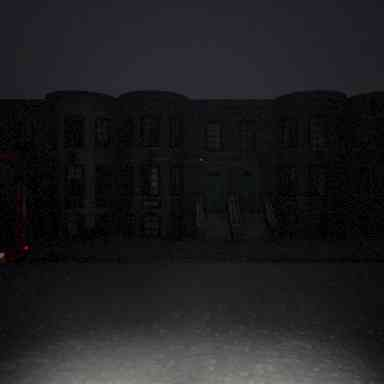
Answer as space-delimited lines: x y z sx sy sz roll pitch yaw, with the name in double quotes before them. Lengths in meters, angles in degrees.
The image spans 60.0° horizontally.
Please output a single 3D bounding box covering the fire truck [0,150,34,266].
"fire truck" -8.919 0.342 8.543 8.468 3.827 2.891 0 0 0
